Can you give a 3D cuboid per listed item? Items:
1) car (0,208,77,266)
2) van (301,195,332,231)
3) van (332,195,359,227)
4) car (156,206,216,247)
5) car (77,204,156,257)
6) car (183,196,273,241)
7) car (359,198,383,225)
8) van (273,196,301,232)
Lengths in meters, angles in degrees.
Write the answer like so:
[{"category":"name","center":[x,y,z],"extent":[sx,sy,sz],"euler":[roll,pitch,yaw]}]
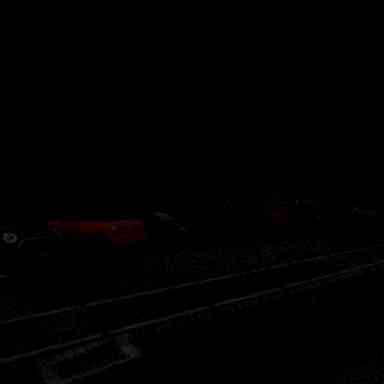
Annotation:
[{"category":"car","center":[-6.444,1.374,11.499],"extent":[4.553,1.767,2.185],"euler":[-1,-1,34]},{"category":"van","center":[5.759,1.217,20.107],"extent":[4.442,1.987,1.878],"euler":[-1,-1,34]},{"category":"van","center":[8.176,1.206,21.848],"extent":[4.442,1.987,1.878],"euler":[-1,-1,34]},{"category":"car","center":[-1.584,1.517,14.955],"extent":[4.674,1.452,2.002],"euler":[-1,-1,34]},{"category":"car","center":[-3.979,1.362,13.194],"extent":[4.553,1.767,2.185],"euler":[-1,0,34]},{"category":"car","center":[0.804,1.215,16.706],"extent":[5.566,2.045,2.435],"euler":[-1,0,34]},{"category":"car","center":[10.651,1.417,23.543],"extent":[5.366,1.575,1.946],"euler":[-1,-1,34]},{"category":"van","center":[3.344,1.228,18.366],"extent":[4.442,1.987,1.878],"euler":[-1,-1,34]}]
